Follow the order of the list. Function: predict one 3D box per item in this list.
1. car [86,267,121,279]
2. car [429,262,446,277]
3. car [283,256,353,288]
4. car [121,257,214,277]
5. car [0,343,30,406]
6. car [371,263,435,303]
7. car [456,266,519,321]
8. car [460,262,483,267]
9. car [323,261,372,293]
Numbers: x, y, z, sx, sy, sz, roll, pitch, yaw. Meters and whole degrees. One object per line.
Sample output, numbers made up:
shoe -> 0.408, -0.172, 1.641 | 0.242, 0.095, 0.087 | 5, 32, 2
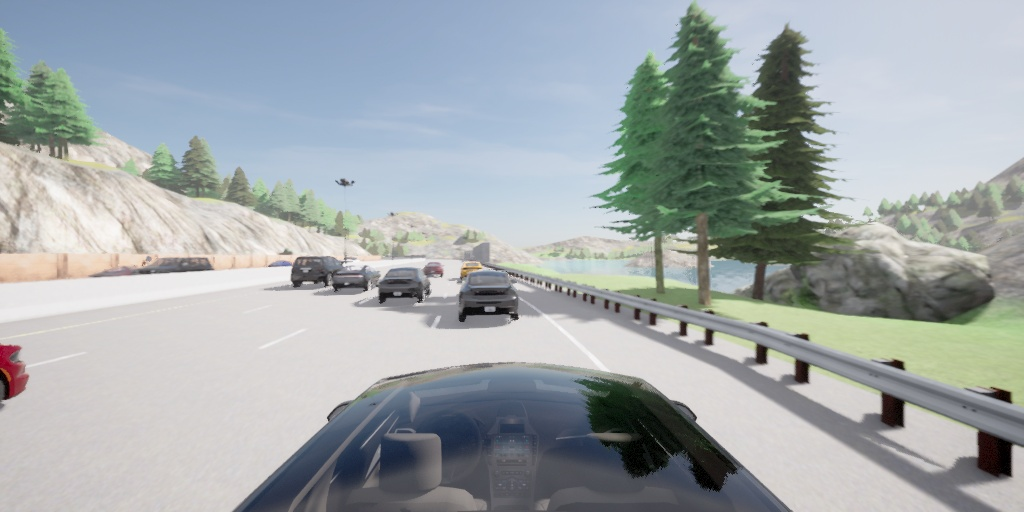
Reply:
car -> -27.605, 1.439, 25.558 | 1.994, 1.385, 4.181 | 0, 0, -9
car -> -7.716, 1.306, 35.669 | 1.812, 1.442, 4.674 | 0, 0, -9
car -> -13.127, 1.029, 24.752 | 2.150, 2.045, 5.566 | 0, 0, -9
car -> -24.095, 1.081, 25.732 | 2.150, 2.045, 5.566 | 0, 0, -9
car -> -7.143, 1.261, 2.474 | 1.882, 1.535, 5.008 | 0, 0, -1
car -> -4.927, 1.275, 16.875 | 1.837, 1.490, 4.892 | 0, 0, -7
car -> -0.869, 1.257, 12.536 | 1.837, 1.490, 4.892 | 0, 0, -6
car -> -3.632, 1.239, 32.113 | 1.882, 1.535, 5.008 | 0, 0, -9
car -> -9.098, 1.280, 21.396 | 2.128, 1.511, 4.902 | 0, 0, -8
